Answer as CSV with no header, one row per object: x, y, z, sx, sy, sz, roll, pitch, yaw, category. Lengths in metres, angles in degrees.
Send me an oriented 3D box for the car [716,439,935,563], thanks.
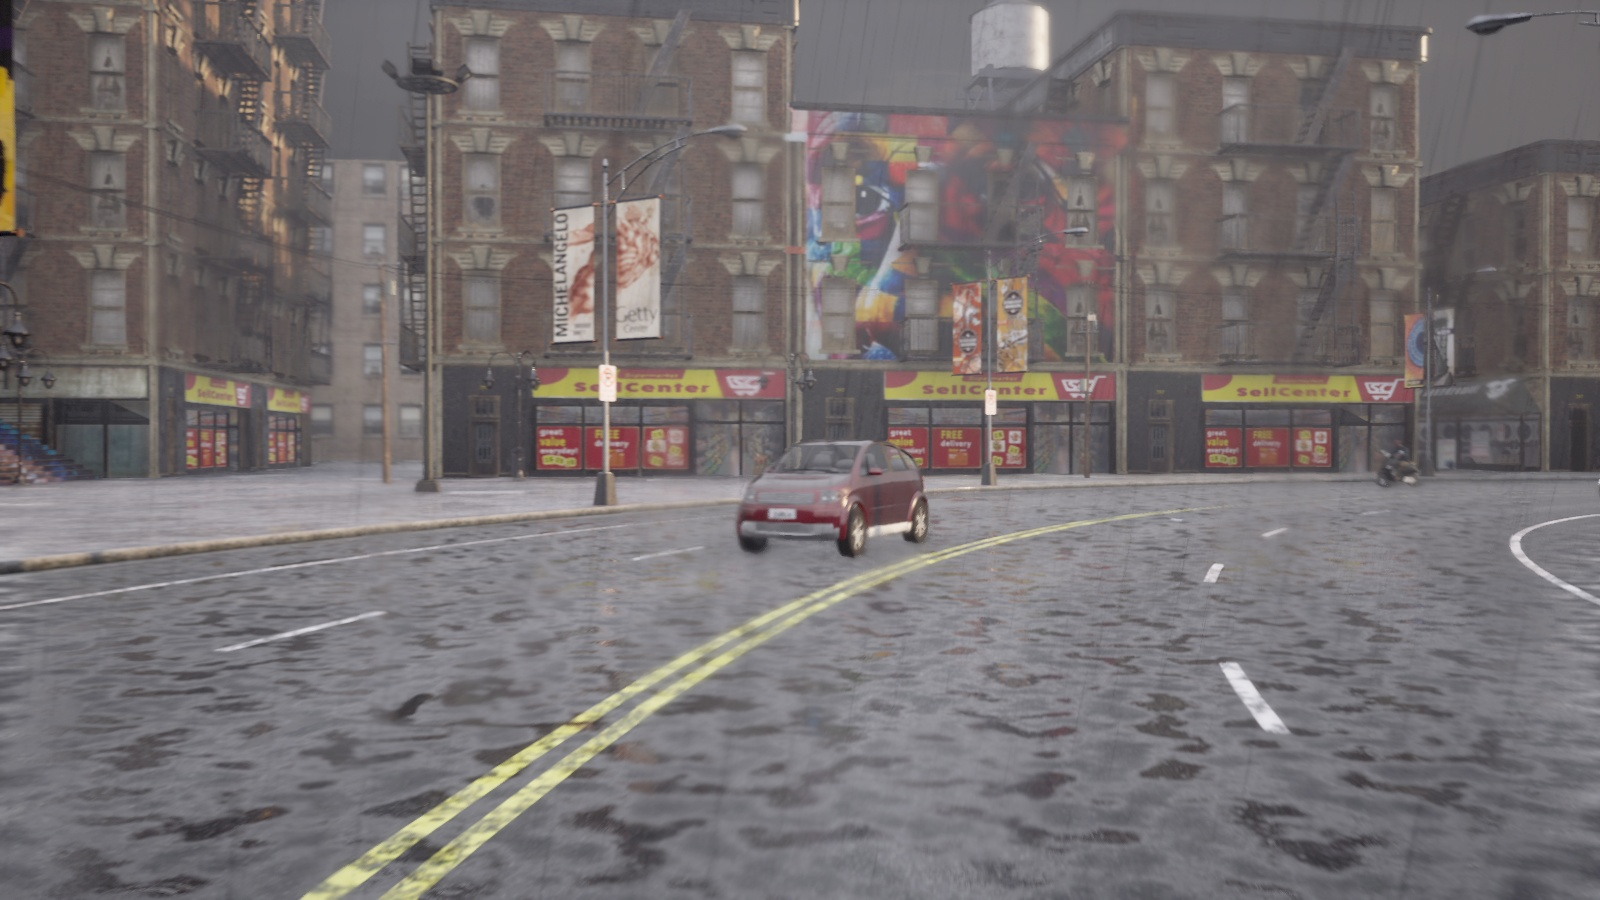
0.475,0.626,17.708,1.789,1.549,3.705,0,0,24,car

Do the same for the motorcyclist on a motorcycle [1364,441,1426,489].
20.130,0.496,42.490,1.817,1.590,0.866,0,1,-22,motorcyclist on a motorcycle

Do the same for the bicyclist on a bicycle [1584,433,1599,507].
19.935,0.480,30.586,1.843,1.776,0.659,0,1,-32,bicyclist on a bicycle
